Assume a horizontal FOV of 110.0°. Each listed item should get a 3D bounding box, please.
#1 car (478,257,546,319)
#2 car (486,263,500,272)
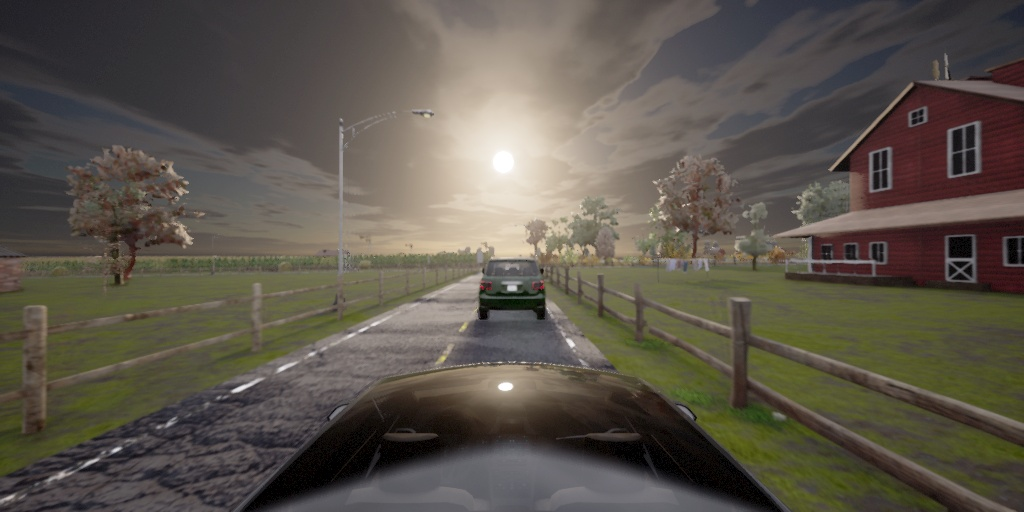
[{"bbox_3d":[0.026,1.043,13.219,2.150,2.045,5.566,0,0,0],"label":"car"},{"bbox_3d":[-2.811,1.708,53.797,1.895,1.301,4.718,0,0,1],"label":"car"}]
